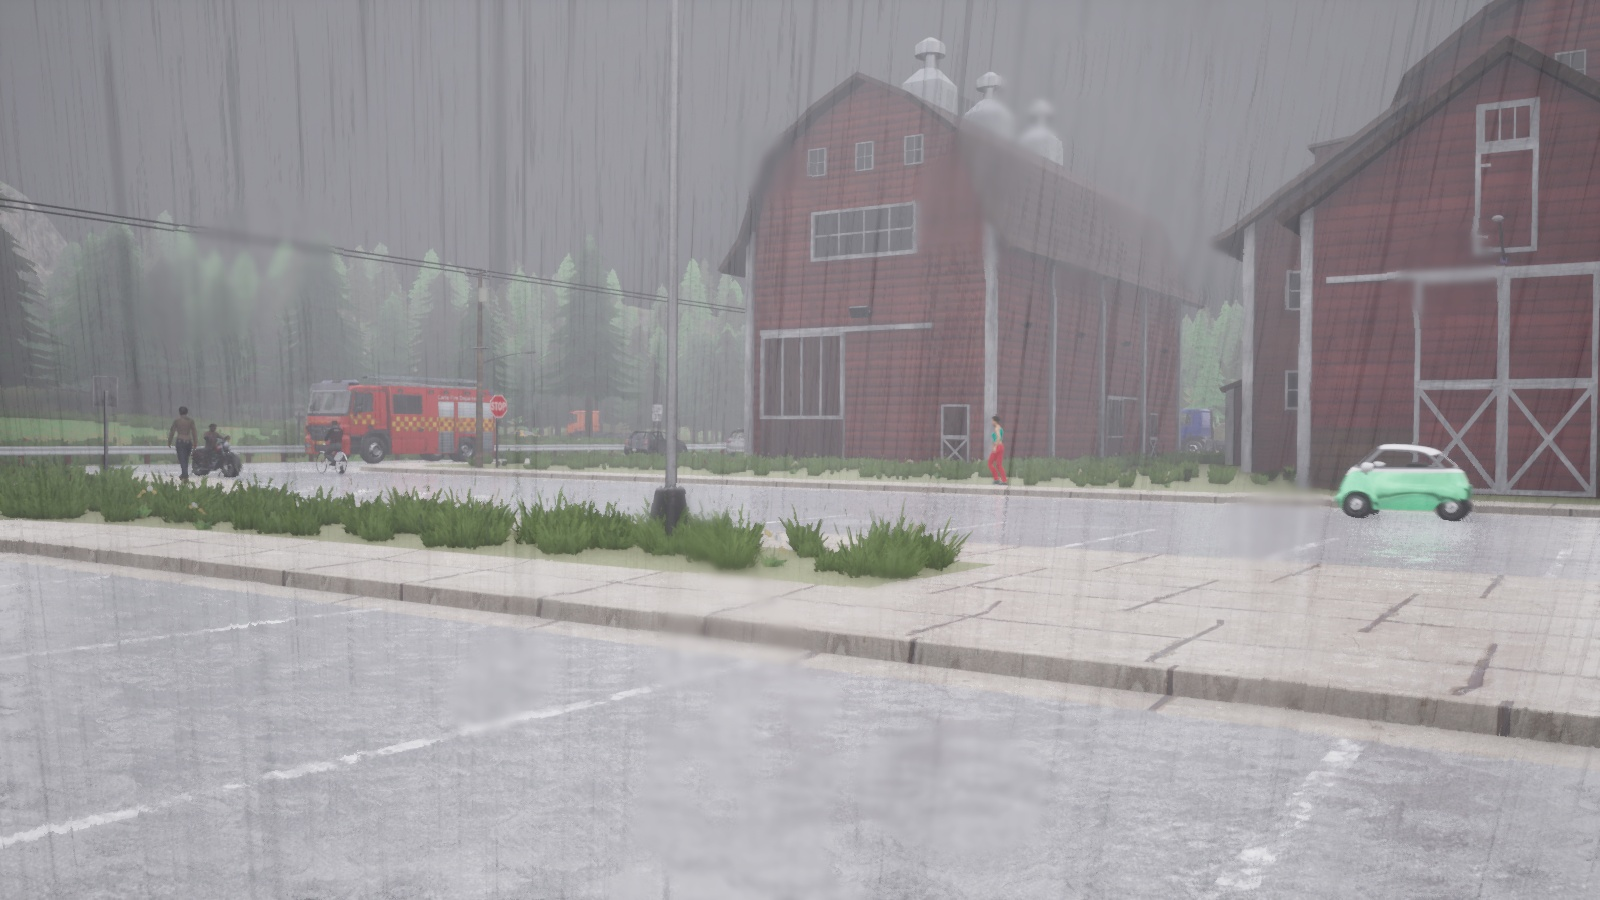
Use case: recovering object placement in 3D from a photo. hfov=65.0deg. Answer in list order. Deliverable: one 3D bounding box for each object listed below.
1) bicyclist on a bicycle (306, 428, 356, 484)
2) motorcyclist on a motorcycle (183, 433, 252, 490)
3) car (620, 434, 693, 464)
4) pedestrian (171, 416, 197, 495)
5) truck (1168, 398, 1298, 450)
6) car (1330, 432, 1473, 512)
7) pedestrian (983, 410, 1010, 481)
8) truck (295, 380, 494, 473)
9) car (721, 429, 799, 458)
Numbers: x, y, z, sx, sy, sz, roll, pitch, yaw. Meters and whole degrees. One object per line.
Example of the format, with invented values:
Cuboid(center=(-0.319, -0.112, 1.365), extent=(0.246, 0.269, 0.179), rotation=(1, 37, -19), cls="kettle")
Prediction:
Cuboid(center=(-15.085, 0.187, 40.383), extent=(1.843, 1.776, 0.659), rotation=(0, 1, 39), cls="bicyclist on a bicycle")
Cuboid(center=(-17.404, 0.327, 37.500), extent=(2.350, 1.649, 0.766), rotation=(0, 1, 35), cls="motorcyclist on a motorcycle")
Cuboid(center=(-7.447, -0.083, 65.595), extent=(1.845, 1.501, 3.633), rotation=(0, 1, 34), cls="car")
Cuboid(center=(-14.365, 0.117, 29.295), extent=(0.328, 1.805, 0.869), rotation=(-1, 1, -39), cls="pedestrian")
Cuboid(center=(29.636, -1.724, 86.089), extent=(7.936, 3.462, 2.891), rotation=(0, 1, 33), cls="truck")
Cuboid(center=(11.094, 0.370, 23.154), extent=(2.207, 1.376, 1.481), rotation=(0, 1, 33), cls="car")
Cuboid(center=(5.133, -0.108, 32.792), extent=(0.594, 1.836, 0.345), rotation=(0, 1, 33), cls="pedestrian")
Cuboid(center=(-17.956, -1.039, 56.289), extent=(2.891, 3.827, 8.468), rotation=(0, 1, 34), cls="truck")
Cuboid(center=(-2.302, -0.405, 73.212), extent=(2.242, 1.667, 4.611), rotation=(0, 1, 34), cls="car")
